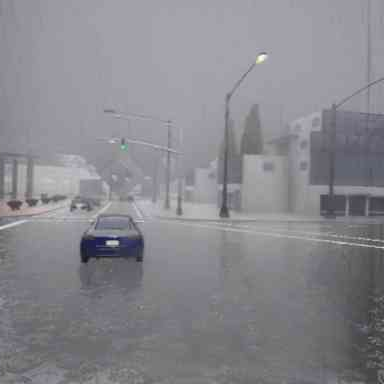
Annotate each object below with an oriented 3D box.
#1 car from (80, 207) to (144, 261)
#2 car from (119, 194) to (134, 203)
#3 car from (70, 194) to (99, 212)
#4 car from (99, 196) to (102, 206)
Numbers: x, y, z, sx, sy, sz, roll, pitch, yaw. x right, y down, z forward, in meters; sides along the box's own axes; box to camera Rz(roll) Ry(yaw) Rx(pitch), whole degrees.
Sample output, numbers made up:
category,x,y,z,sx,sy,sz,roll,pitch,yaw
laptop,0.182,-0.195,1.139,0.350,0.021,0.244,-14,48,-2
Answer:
category,x,y,z,sx,sy,sz,roll,pitch,yaw
car,-2.747,1.468,11.820,1.994,1.385,4.181,2,0,-11
car,-11.560,1.045,58.756,2.128,1.511,4.902,2,0,1
car,-10.665,1.115,32.472,2.128,1.511,4.902,2,0,-11
car,-12.675,1.051,42.676,1.837,1.490,4.892,2,0,-11
